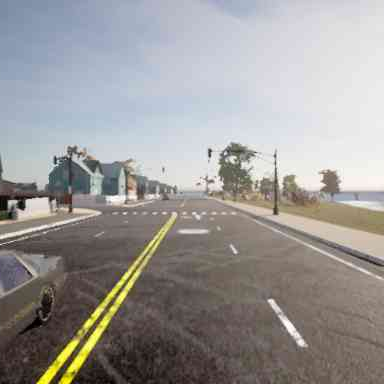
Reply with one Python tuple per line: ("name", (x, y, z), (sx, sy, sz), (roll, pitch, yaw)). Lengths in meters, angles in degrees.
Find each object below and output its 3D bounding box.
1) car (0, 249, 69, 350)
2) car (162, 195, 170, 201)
("car", (-3.353, 1.544, 4.327), (2.033, 1.411, 5.357), (0, 0, 0))
("car", (-6.504, 1.555, 84.028), (2.033, 1.411, 5.357), (0, 0, 0))
